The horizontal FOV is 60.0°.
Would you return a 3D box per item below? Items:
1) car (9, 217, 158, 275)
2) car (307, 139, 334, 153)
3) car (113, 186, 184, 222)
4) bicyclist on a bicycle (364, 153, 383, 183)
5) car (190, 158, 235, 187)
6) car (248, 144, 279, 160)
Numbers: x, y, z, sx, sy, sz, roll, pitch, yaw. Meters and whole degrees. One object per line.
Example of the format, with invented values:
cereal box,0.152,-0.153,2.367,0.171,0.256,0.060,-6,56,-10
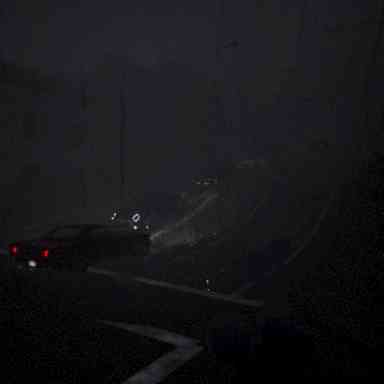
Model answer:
car,-3.343,1.728,11.134,1.895,1.301,4.718,0,-1,28
car,14.780,-5.311,38.064,2.033,1.411,5.357,0,8,35
car,-2.475,0.816,18.640,2.097,1.767,4.553,0,15,33
bicyclist on a bicycle,9.970,-1.258,17.589,1.656,1.620,0.582,2,17,37
car,1.617,-1.602,24.902,1.837,1.490,4.892,0,19,33
car,7.104,-4.063,33.136,1.994,1.385,4.181,0,10,34
